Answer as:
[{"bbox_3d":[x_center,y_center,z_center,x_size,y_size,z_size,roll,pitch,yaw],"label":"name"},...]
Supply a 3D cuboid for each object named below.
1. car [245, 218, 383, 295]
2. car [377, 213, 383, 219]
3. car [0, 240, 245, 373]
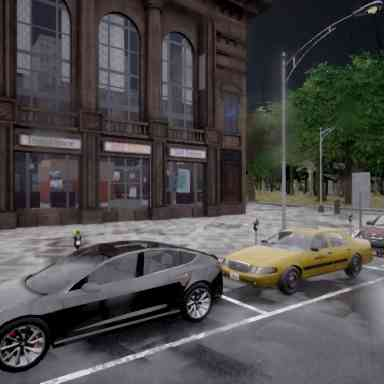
[{"bbox_3d":[2.891,1.526,8.715,4.829,1.417,1.752,0,0,-36],"label":"car"},{"bbox_3d":[7.453,1.441,11.974,4.097,1.590,1.967,0,0,-36],"label":"car"},{"bbox_3d":[-1.396,1.566,5.653,4.313,1.339,1.947,0,0,-36],"label":"car"}]
